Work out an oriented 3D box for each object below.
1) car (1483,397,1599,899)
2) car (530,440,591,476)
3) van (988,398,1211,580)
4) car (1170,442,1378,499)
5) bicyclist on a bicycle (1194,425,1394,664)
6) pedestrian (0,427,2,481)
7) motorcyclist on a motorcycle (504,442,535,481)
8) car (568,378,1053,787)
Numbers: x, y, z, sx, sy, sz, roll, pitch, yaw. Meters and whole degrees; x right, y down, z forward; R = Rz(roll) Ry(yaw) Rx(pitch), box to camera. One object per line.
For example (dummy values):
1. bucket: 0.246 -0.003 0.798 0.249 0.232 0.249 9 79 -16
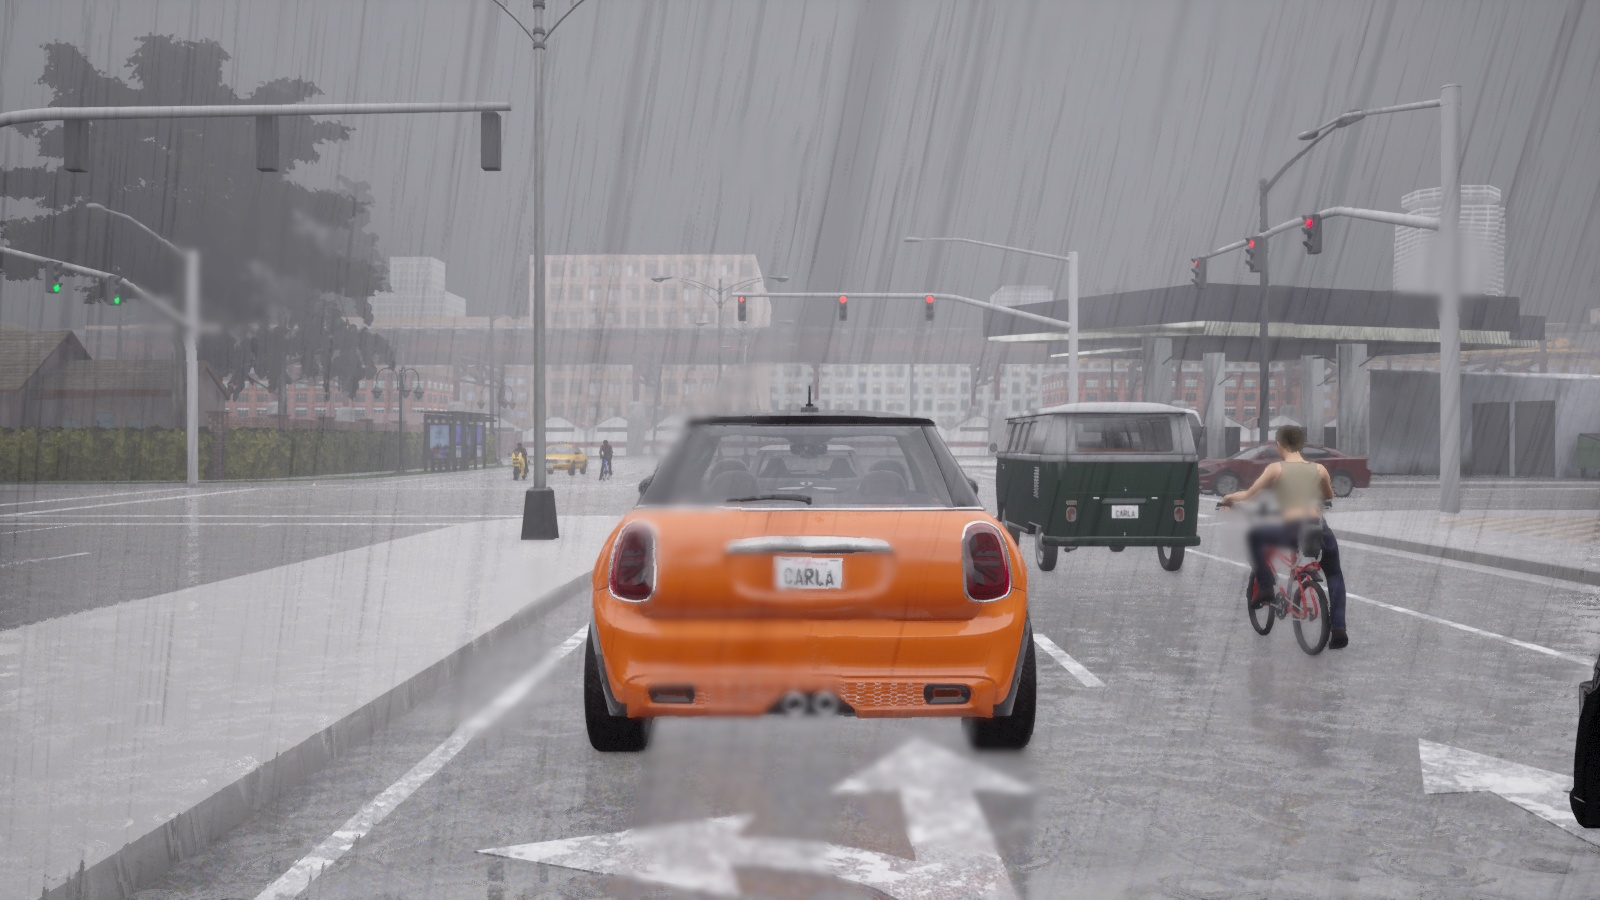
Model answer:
1. car: 3.526 0.667 2.216 2.033 1.649 4.856 0 0 1
2. car: -11.185 0.343 59.029 1.801 1.575 5.366 0 0 0
3. van: 3.597 0.412 15.917 1.775 1.987 4.442 0 0 0
4. car: 12.972 0.539 34.589 5.008 1.535 1.882 0 0 -1
5. bicyclist on a bicycle: 3.563 0.634 9.213 0.866 1.612 1.509 0 0 0
6. pedestrian: -27.725 0.136 42.813 0.694 1.848 0.540 0 0 1
7. motorcyclist on a motorcycle: -11.245 0.435 50.464 0.797 1.523 2.044 0 0 0
8. car: 0.054 0.561 7.704 2.097 1.767 4.553 0 0 0
